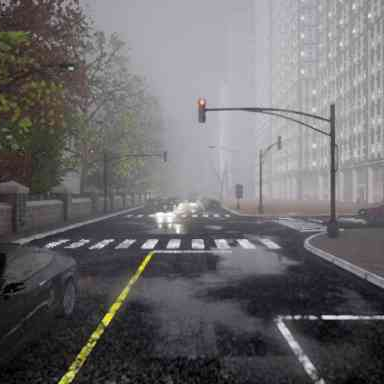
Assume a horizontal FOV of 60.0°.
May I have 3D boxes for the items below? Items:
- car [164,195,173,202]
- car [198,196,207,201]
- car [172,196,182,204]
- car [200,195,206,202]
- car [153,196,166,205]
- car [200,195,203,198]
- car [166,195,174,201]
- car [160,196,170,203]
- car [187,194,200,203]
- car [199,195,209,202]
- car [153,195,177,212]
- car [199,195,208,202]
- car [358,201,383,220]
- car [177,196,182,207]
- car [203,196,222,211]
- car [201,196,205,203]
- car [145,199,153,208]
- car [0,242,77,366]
[{"bbox_3d":[-5.651,1.504,80.880,1.967,1.590,4.097,0,0,0],"label":"car"},{"bbox_3d":[2.731,1.625,86.508,2.008,1.369,4.403,0,0,0],"label":"car"},{"bbox_3d":[-2.980,1.551,67.796,1.837,1.490,4.892,0,0,0],"label":"car"},{"bbox_3d":[2.716,1.593,52.715,1.947,1.339,4.313,0,0,0],"label":"car"},{"bbox_3d":[-5.661,1.473,58.351,1.967,1.590,4.097,0,0,0],"label":"car"},{"bbox_3d":[2.724,1.592,69.613,1.887,1.381,4.507,0,0,0],"label":"car"},{"bbox_3d":[-5.649,1.618,86.512,1.887,1.381,4.507,0,0,0],"label":"car"},{"bbox_3d":[-5.656,1.572,69.446,1.752,1.417,4.829,0,0,0],"label":"car"},{"bbox_3d":[0.031,1.593,68.320,2.033,1.411,5.357,0,0,0],"label":"car"},{"bbox_3d":[2.727,1.495,75.244,1.967,1.590,4.097,0,0,0],"label":"car"},{"bbox_3d":[-3.132,1.508,39.609,2.128,1.511,4.902,0,0,-3],"label":"car"},{"bbox_3d":[2.730,1.504,80.876,1.967,1.590,4.097,0,0,0],"label":"car"},{"bbox_3d":[14.617,1.302,24.654,4.181,1.385,1.994,-1,0,0],"label":"car"},{"bbox_3d":[-3.062,1.504,52.159,1.882,1.535,5.008,0,0,0],"label":"car"},{"bbox_3d":[2.710,1.583,41.449,1.947,1.339,4.313,0,0,0],"label":"car"},{"bbox_3d":[2.713,1.588,47.082,1.947,1.339,4.313,0,0,0],"label":"car"},{"bbox_3d":[-5.667,1.604,47.086,1.802,1.307,4.206,0,0,0],"label":"car"},{"bbox_3d":[-3.088,1.526,4.679,1.812,1.442,4.674,0,0,0],"label":"car"}]
